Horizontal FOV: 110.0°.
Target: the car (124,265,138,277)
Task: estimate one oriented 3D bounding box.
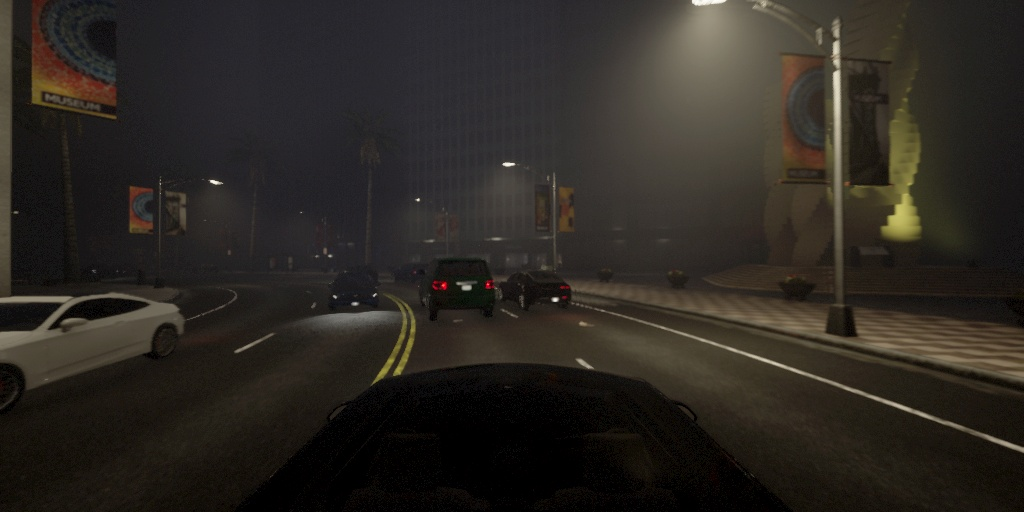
[{"bbox_3d":[-46.885,1.819,43.276,4.674,1.442,1.812,-1,-1,22],"label":"car"}]

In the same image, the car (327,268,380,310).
[{"bbox_3d":[-6.998,1.434,15.892,2.033,1.411,5.357,0,0,-25],"label":"car"}]

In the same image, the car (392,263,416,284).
[{"bbox_3d":[-8.441,1.348,30.420,2.097,1.767,4.553,0,0,-41],"label":"car"}]

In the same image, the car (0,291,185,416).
[{"bbox_3d":[-7.639,1.346,5.821,1.812,1.442,4.674,0,0,-11],"label":"car"}]

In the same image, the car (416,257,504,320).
[{"bbox_3d":[-2.219,1.068,13.501,2.150,2.045,5.566,0,0,-18],"label":"car"}]

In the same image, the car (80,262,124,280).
[{"bbox_3d":[-44.633,1.599,38.571,4.553,1.767,2.097,0,0,23],"label":"car"}]

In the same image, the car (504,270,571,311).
[{"bbox_3d":[0.779,1.345,15.248,1.837,1.490,4.892,0,-1,-19],"label":"car"}]

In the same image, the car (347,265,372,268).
[{"bbox_3d":[-12.967,1.523,30.112,4.892,1.490,1.837,-1,-1,44],"label":"car"}]
